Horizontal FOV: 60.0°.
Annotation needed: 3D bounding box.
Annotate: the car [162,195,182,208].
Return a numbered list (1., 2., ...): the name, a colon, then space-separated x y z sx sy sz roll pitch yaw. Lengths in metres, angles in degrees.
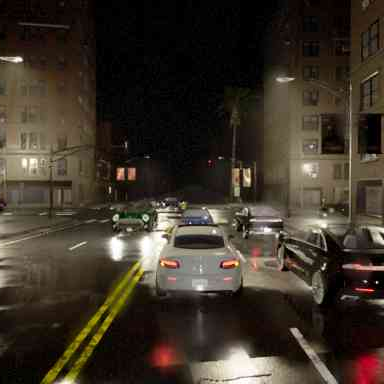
1. car: -2.981 1.540 49.700 2.033 1.411 5.357 0 0 0

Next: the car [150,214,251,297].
1. car: 0.162 1.524 8.469 1.812 1.442 4.674 0 0 0

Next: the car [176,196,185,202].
1. car: -2.667 1.562 78.971 1.895 1.301 4.718 0 0 0

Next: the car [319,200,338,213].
1. car: 17.010 1.593 37.559 5.008 1.535 1.882 0 1 1

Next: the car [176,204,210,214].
1. car: 0.231 1.544 17.924 2.033 1.411 5.357 0 0 0

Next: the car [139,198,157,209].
1. car: -6.249 1.594 47.302 1.895 1.301 4.718 0 0 0

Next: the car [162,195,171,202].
1. car: -5.926 1.495 77.806 1.812 1.442 4.674 0 0 0

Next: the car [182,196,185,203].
1. car: -2.747 1.532 68.884 2.033 1.411 5.357 0 0 1

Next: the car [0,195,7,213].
1. car: -20.694 1.345 31.993 5.008 1.535 1.882 0 1 -8

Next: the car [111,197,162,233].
1. car: -3.208 1.348 19.388 2.097 1.767 4.553 0 0 0

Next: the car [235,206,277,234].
1. car: 3.377 1.488 17.233 2.128 1.511 4.902 0 0 0

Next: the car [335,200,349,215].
1. car: 16.446 1.762 31.615 4.313 1.339 1.947 0 0 1

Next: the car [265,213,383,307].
1. car: 3.387 1.490 7.925 2.128 1.511 4.902 0 0 1
